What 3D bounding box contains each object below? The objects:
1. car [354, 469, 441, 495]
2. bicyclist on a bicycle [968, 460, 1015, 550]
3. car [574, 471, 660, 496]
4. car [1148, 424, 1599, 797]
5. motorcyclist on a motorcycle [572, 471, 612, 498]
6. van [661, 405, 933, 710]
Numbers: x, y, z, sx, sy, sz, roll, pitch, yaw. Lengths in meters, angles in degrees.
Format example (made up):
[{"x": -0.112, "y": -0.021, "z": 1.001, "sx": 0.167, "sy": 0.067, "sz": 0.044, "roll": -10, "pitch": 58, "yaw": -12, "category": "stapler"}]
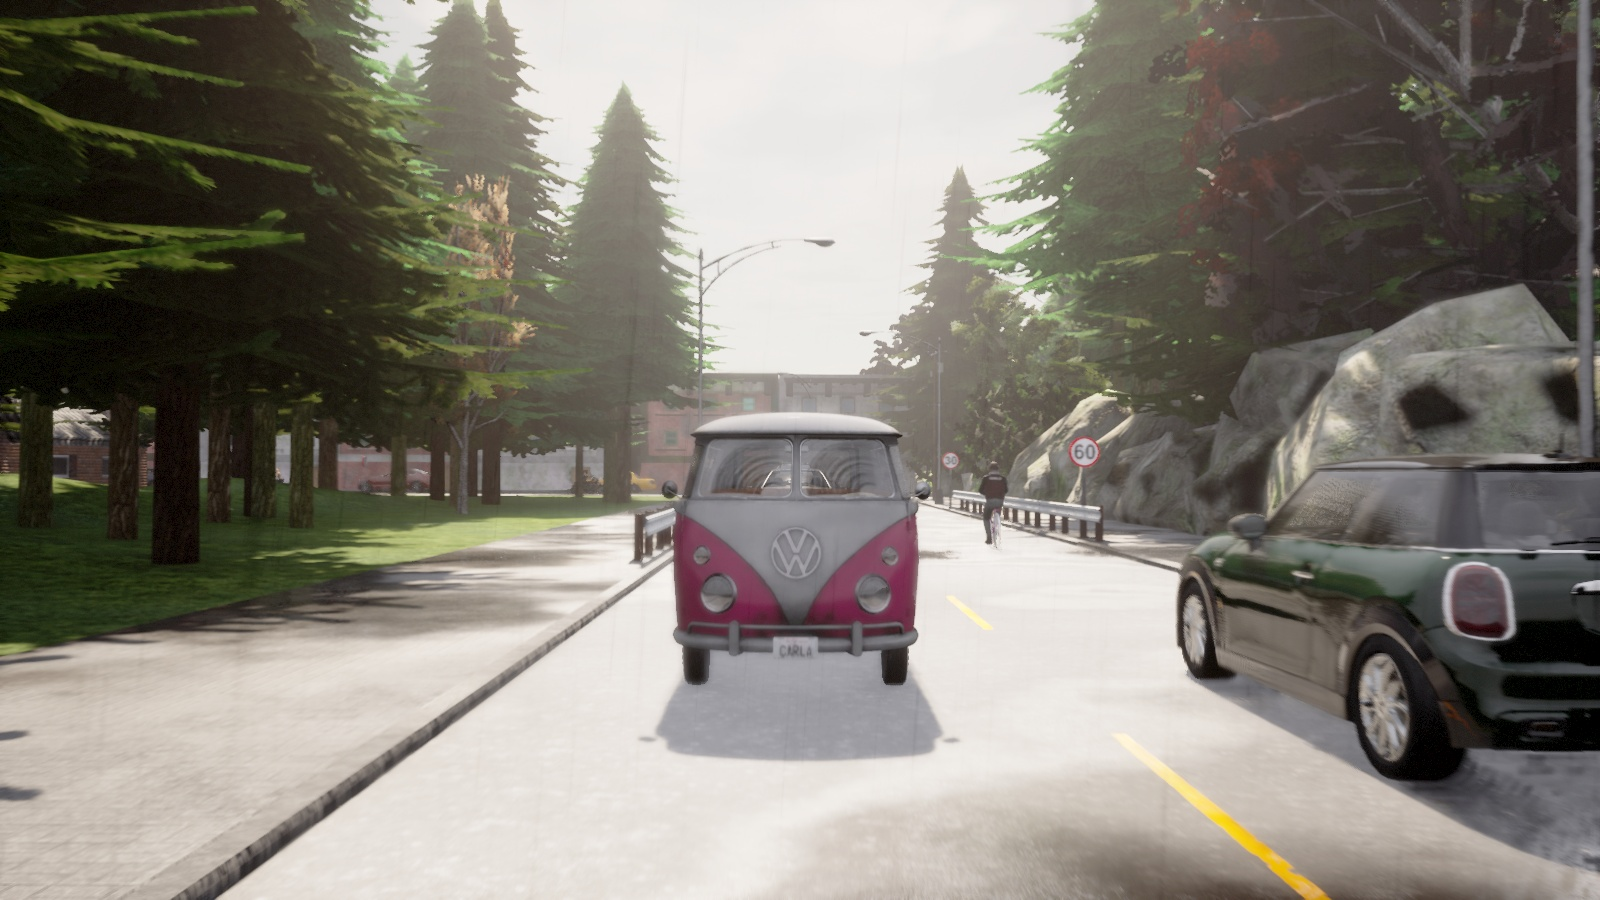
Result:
[{"x": -26.182, "y": 2.067, "z": 81.804, "sx": 5.027, "sy": 1.651, "sz": 2.152, "roll": 0, "pitch": -1, "yaw": 0, "category": "car"}, {"x": 3.931, "y": 1.102, "z": 25.856, "sx": 0.659, "sy": 1.776, "sz": 1.843, "roll": 0, "pitch": -1, "yaw": 0, "category": "bicyclist on a bicycle"}, {"x": -11.907, "y": 2.172, "z": 81.860, "sx": 5.366, "sy": 1.575, "sz": 1.801, "roll": 0, "pitch": -1, "yaw": 0, "category": "car"}, {"x": 3.980, "y": 0.795, "z": 8.250, "sx": 2.097, "sy": 1.767, "sz": 4.553, "roll": 0, "pitch": -1, "yaw": 0, "category": "car"}, {"x": -12.899, "y": 2.119, "z": 77.814, "sx": 2.350, "sy": 1.649, "sz": 0.766, "roll": 0, "pitch": -1, "yaw": 0, "category": "motorcyclist on a motorcycle"}, {"x": -0.026, "y": 0.743, "z": 10.437, "sx": 1.775, "sy": 1.987, "sz": 4.442, "roll": 0, "pitch": -1, "yaw": 0, "category": "van"}]
